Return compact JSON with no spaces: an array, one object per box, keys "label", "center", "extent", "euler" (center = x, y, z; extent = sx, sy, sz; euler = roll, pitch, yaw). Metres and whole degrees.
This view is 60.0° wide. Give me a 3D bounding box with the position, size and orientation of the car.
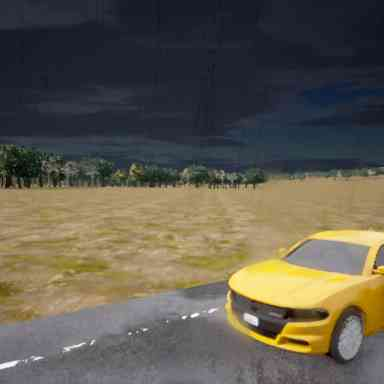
[{"label":"car","center":[2.843,1.474,6.026],"extent":[5.008,1.535,1.882],"euler":[0,0,-36]}]
